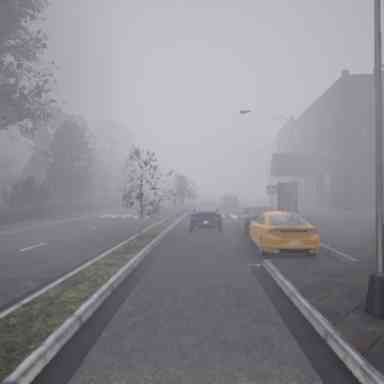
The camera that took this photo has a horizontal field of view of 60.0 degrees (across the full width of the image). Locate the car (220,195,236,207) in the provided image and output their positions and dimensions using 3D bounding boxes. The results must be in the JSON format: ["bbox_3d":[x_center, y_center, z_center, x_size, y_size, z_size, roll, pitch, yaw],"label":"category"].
[{"bbox_3d":[5.580,1.405,51.815,2.185,1.767,4.553,0,0,3],"label":"car"}]

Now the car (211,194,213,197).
[{"bbox_3d":[6.637,1.548,85.331,2.163,1.488,4.792,0,0,0],"label":"car"}]

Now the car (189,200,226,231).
[{"bbox_3d":[0.885,1.505,20.688,1.882,1.535,5.008,0,0,3],"label":"car"}]

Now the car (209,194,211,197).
[{"bbox_3d":[6.561,1.386,90.830,2.185,1.767,4.553,0,0,-1],"label":"car"}]

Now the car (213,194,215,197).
[{"bbox_3d":[6.550,1.558,74.199,2.163,1.488,4.792,0,0,1],"label":"car"}]

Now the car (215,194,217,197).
[{"bbox_3d":[6.405,1.561,68.516,2.163,1.488,4.792,0,0,2],"label":"car"}]

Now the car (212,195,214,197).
[{"bbox_3d":[6.619,1.565,79.727,2.002,1.452,4.674,0,0,1],"label":"car"}]

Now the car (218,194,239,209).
[{"bbox_3d":[5.271,1.278,46.338,2.435,2.045,5.566,0,0,3],"label":"car"}]

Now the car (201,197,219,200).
[{"bbox_3d":[1.913,1.646,39.179,1.895,1.301,4.718,0,0,3],"label":"car"}]

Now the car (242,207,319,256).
[{"bbox_3d":[3.419,1.500,13.164,2.097,1.535,5.008,0,0,3],"label":"car"}]
